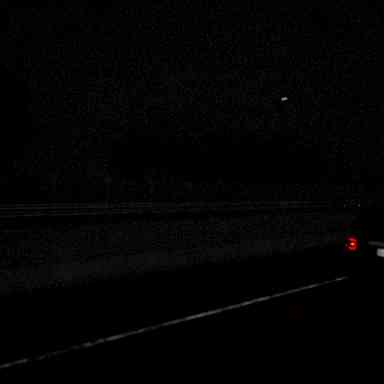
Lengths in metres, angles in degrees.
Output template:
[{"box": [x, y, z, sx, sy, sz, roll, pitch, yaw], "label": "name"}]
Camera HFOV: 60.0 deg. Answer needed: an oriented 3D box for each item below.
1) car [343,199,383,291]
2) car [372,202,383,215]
[{"box": [5.889, 1.282, 7.930, 5.566, 2.045, 2.150, 0, 0, -35], "label": "car"}, {"box": [22.564, 1.822, 37.196, 5.357, 1.411, 2.033, 1, 0, -35], "label": "car"}]
